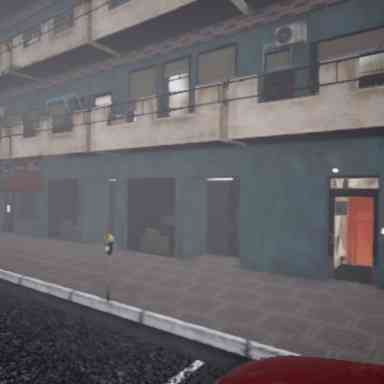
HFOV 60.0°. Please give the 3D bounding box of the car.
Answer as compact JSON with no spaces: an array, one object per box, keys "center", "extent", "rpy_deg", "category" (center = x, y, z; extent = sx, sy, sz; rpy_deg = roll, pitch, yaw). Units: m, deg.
[{"center":[1.887,1.584,1.517],"extent":[4.206,1.307,1.802],"rpy_deg":[0,1,36],"category":"car"}]
